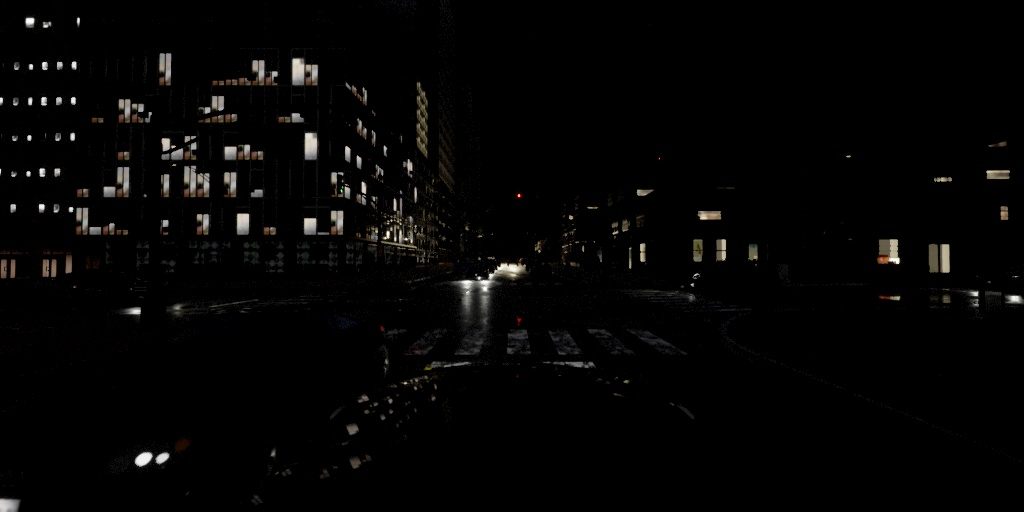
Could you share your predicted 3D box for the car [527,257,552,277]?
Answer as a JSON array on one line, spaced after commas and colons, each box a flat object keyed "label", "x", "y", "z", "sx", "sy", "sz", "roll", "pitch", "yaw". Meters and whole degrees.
[{"label": "car", "x": 2.753, "y": 1.194, "z": 34.972, "sx": 1.967, "sy": 1.591, "sz": 4.097, "roll": 0, "pitch": 0, "yaw": 0}]

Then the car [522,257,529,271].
[{"label": "car", "x": 2.774, "y": 1.070, "z": 46.320, "sx": 2.192, "sy": 1.841, "sz": 5.009, "roll": 0, "pitch": 0, "yaw": 0}]

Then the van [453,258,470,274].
[{"label": "van", "x": -5.618, "y": 1.096, "z": 40.623, "sx": 1.690, "sy": 1.789, "sz": 3.998, "roll": 0, "pitch": 0, "yaw": 0}]

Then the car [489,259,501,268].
[{"label": "car", "x": -2.938, "y": 1.234, "z": 62.720, "sx": 1.882, "sy": 1.535, "sz": 5.008, "roll": 0, "pitch": 0, "yaw": 1}]

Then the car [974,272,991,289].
[{"label": "car", "x": 26.933, "y": 1.038, "z": 18.463, "sx": 4.674, "sy": 1.442, "sz": 1.812, "roll": -1, "pitch": -1, "yaw": 1}]

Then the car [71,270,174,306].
[{"label": "car", "x": -17.867, "y": 1.359, "z": 15.783, "sx": 5.008, "sy": 1.535, "sz": 1.882, "roll": -1, "pitch": -1, "yaw": 1}]

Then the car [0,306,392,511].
[{"label": "car", "x": -2.971, "y": 1.315, "z": 4.104, "sx": 1.994, "sy": 1.385, "sz": 4.181, "roll": 0, "pitch": 0, "yaw": 2}]

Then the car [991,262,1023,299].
[{"label": "car", "x": 20.710, "y": 0.994, "z": 12.734, "sx": 4.829, "sy": 1.417, "sz": 1.751, "roll": 0, "pitch": 0, "yaw": 1}]

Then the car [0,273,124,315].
[{"label": "car", "x": -17.398, "y": 1.412, "z": 13.170, "sx": 4.207, "sy": 1.307, "sz": 1.802, "roll": 0, "pitch": 0, "yaw": 1}]

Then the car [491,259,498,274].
[{"label": "car", "x": -3.024, "y": 1.319, "z": 42.020, "sx": 1.994, "sy": 1.385, "sz": 4.181, "roll": 0, "pitch": 0, "yaw": 0}]

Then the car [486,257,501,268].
[{"label": "car", "x": -3.003, "y": 1.303, "z": 52.300, "sx": 2.033, "sy": 1.411, "sz": 5.357, "roll": 0, "pitch": 0, "yaw": 0}]

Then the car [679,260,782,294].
[{"label": "car", "x": 11.281, "y": 1.015, "z": 18.829, "sx": 4.553, "sy": 1.767, "sz": 2.097, "roll": -1, "pitch": -1, "yaw": 4}]

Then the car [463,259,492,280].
[{"label": "car", "x": -3.017, "y": 1.280, "z": 32.071, "sx": 1.812, "sy": 1.442, "sz": 4.674, "roll": 0, "pitch": 0, "yaw": -1}]
